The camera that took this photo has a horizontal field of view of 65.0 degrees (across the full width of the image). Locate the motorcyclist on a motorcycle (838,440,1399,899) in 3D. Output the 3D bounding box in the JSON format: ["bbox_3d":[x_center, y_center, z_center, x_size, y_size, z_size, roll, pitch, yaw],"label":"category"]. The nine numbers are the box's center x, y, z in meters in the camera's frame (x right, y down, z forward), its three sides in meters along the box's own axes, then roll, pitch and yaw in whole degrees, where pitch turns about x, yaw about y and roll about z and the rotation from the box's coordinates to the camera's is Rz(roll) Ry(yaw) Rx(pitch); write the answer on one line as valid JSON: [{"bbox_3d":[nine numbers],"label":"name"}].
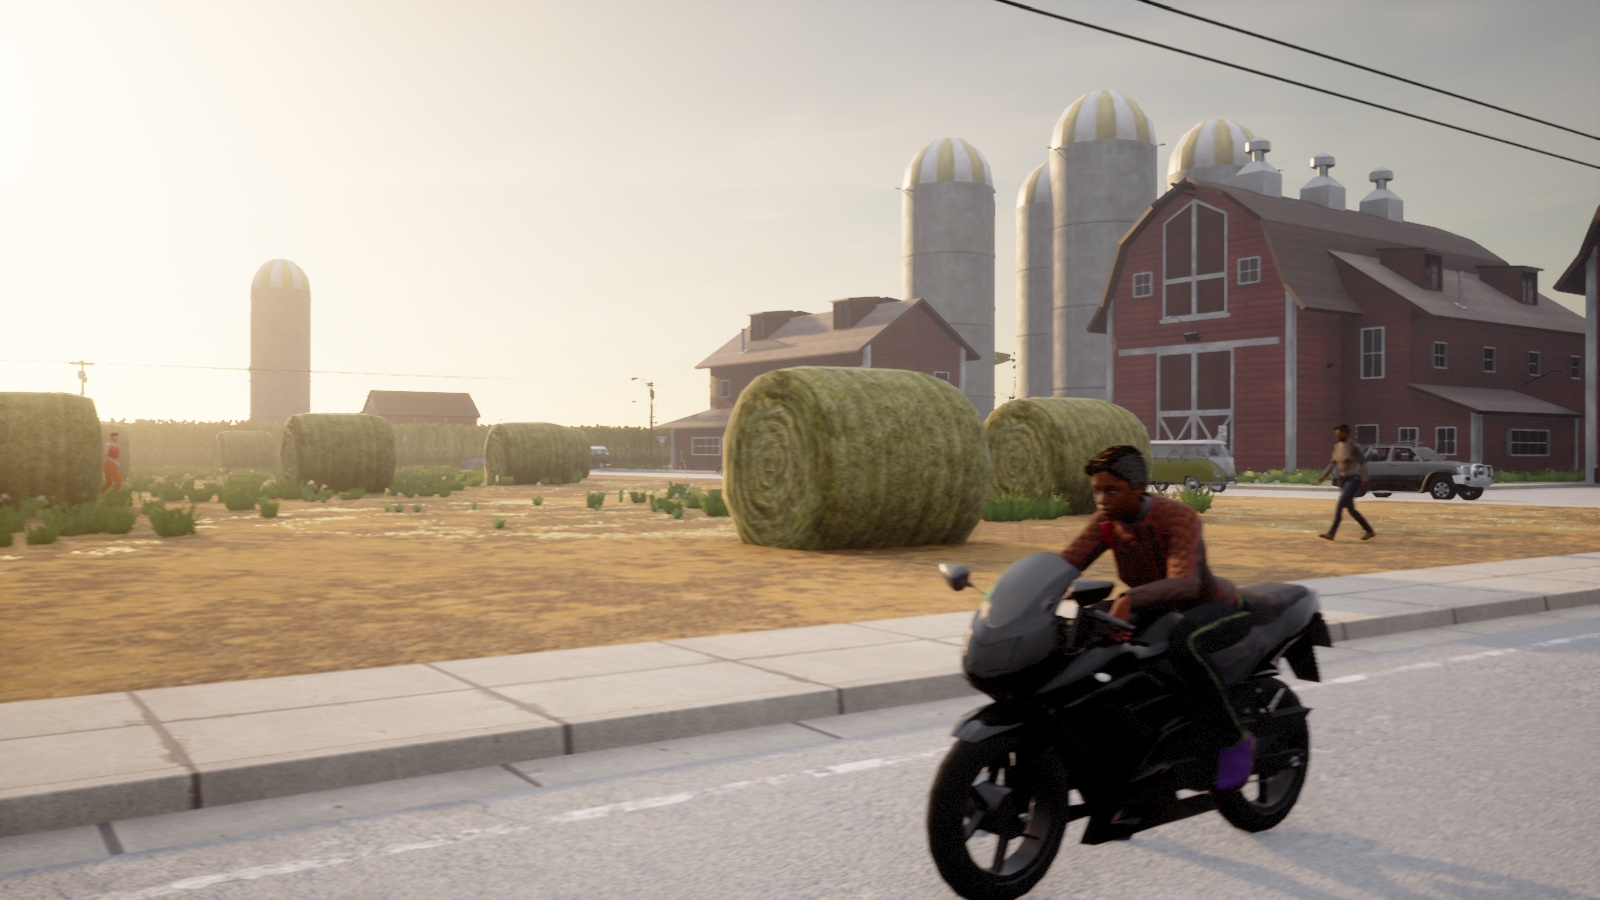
[{"bbox_3d":[1.196,0.735,4.493,2.044,1.523,0.797,0,0,-35],"label":"motorcyclist on a motorcycle"}]

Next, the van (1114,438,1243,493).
[{"bbox_3d":[14.113,0.556,47.001,1.775,1.987,4.442,0,0,-36],"label":"van"}]

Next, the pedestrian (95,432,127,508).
[{"bbox_3d":[-16.820,0.481,30.658,0.594,1.836,0.345,0,0,7],"label":"pedestrian"}]

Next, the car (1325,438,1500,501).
[{"bbox_3d":[19.331,0.588,39.797,1.932,1.855,4.605,0,0,-36],"label":"car"}]

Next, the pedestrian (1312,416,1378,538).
[{"bbox_3d":[8.169,0.404,18.827,0.869,1.805,0.328,0,0,-12],"label":"pedestrian"}]
